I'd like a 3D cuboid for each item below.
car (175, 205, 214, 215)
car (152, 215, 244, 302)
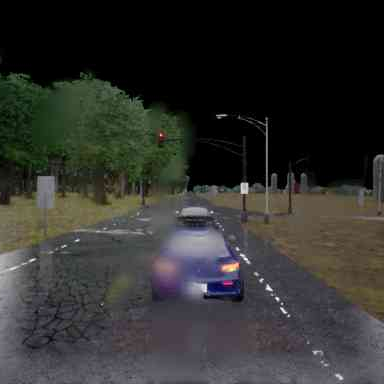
[{"bbox_3d":[0.134,1.432,17.411,1.882,1.535,5.008,0,0,0],"label":"car"},{"bbox_3d":[0.120,1.516,8.132,1.812,1.442,4.674,0,0,0],"label":"car"}]
